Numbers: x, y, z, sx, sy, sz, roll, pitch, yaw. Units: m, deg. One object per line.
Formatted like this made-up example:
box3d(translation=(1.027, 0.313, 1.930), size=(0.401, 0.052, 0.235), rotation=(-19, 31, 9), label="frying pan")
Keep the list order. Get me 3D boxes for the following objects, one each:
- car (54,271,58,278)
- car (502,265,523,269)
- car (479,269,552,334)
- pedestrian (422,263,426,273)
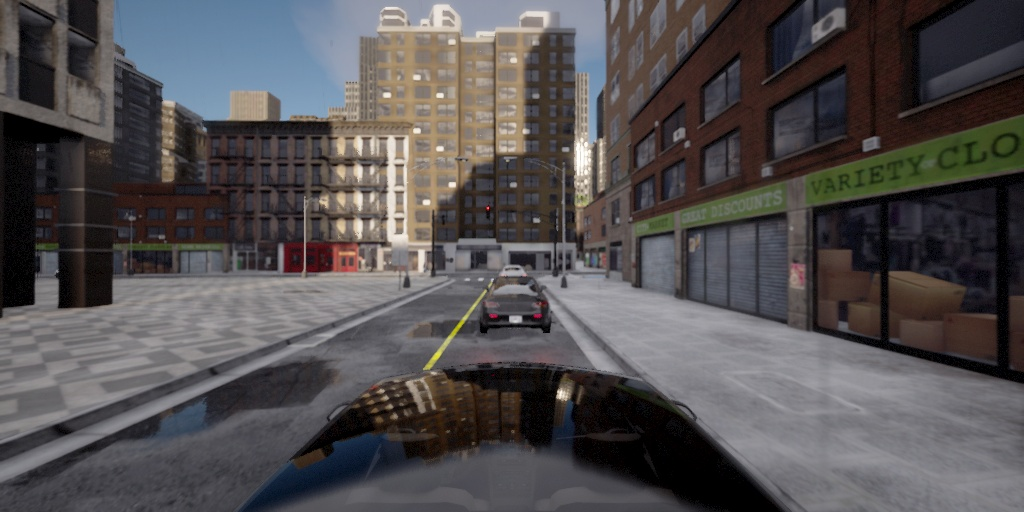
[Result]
box3d(translation=(-45.476, 1.631, 38.080), size=(4.674, 1.442, 1.812), rotation=(0, 0, 0), label="car")
box3d(translation=(0.049, 1.300, 23.312), size=(1.812, 1.442, 4.674), rotation=(0, 0, -2), label="car")
box3d(translation=(0.081, 1.288, 10.534), size=(1.812, 1.442, 4.674), rotation=(0, 0, 0), label="car")
box3d(translation=(-10.239, 1.026, 41.678), size=(0.375, 1.860, 0.375), rotation=(0, 0, -1), label="pedestrian")
